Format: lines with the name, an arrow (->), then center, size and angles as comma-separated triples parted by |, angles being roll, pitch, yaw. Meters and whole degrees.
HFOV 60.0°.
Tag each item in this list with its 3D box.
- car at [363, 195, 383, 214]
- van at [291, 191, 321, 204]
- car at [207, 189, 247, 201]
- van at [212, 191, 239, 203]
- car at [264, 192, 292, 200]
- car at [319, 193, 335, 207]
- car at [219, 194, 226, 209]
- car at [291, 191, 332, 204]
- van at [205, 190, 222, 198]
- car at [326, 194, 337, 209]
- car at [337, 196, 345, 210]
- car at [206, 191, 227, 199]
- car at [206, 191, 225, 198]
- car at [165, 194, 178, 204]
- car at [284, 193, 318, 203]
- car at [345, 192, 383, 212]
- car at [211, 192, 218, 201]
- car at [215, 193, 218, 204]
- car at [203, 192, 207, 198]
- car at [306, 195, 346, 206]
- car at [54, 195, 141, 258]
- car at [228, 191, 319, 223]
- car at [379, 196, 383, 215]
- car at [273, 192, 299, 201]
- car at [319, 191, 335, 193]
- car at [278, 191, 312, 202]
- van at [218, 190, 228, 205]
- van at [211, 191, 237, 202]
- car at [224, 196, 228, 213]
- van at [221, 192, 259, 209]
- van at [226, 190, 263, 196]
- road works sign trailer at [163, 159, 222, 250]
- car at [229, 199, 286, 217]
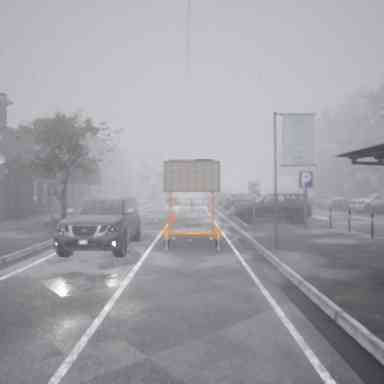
car -> 18.809, 1.329, 30.275 | 5.008, 1.535, 2.097 | 0, 0, 0
van -> 18.885, 0.873, 55.260 | 4.442, 1.987, 1.878 | 0, 1, 0
car -> 5.661, 0.855, 54.675 | 5.566, 2.045, 2.435 | 0, 1, 0
van -> 5.802, 0.841, 57.480 | 4.442, 1.987, 1.878 | 0, 1, 0
car -> 18.559, 0.864, 71.914 | 5.366, 1.575, 1.946 | 0, 1, 0
car -> 18.973, 1.251, 41.380 | 5.366, 1.575, 1.946 | 0, 0, 0
car -> 5.712, 1.300, 35.048 | 5.008, 1.535, 2.097 | 0, 0, 0
car -> 18.801, 0.886, 52.483 | 5.566, 2.045, 2.435 | 0, 1, 0
van -> 5.528, 0.452, 85.510 | 4.442, 1.987, 1.878 | 0, 1, 0
car -> 18.787, 1.276, 38.603 | 5.008, 1.535, 2.097 | 0, 0, 0
car -> 18.790, 1.296, 35.825 | 4.892, 1.521, 2.231 | 0, 0, 0
car -> 5.626, 0.669, 77.102 | 4.553, 1.767, 2.185 | 0, 1, 0
car -> 5.622, 0.630, 79.905 | 4.553, 1.767, 2.185 | 0, 1, 0
car -> -3.318, 1.077, 55.068 | 1.882, 1.535, 5.008 | 0, 1, 0
car -> 18.950, 1.057, 58.037 | 5.366, 1.575, 1.946 | 0, 1, 0
car -> 18.771, 1.061, 33.049 | 5.566, 2.045, 2.435 | 0, 0, 0
car -> 5.704, 1.178, 49.071 | 4.892, 1.521, 2.231 | 0, 1, 0
car -> 5.735, 1.267, 43.460 | 4.792, 1.488, 2.163 | 0, 0, 0
car -> 5.637, 0.621, 71.494 | 5.566, 2.045, 2.435 | 0, 1, 0
car -> 18.809, 1.232, 46.935 | 4.792, 1.488, 2.163 | 0, 1, 0
car -> -3.352, 1.169, 12.986 | 2.150, 2.045, 5.566 | 0, 0, 0
car -> 5.705, 1.116, 23.833 | 5.566, 2.045, 2.435 | 0, 0, 0
car -> 18.813, 1.345, 27.499 | 5.008, 1.535, 2.097 | 0, 0, 0
car -> 18.783, 0.819, 66.363 | 4.553, 1.767, 2.185 | 0, 1, 0
car -> 18.748, 0.919, 49.707 | 5.566, 2.045, 2.435 | 0, 1, 0
car -> 18.789, 0.770, 60.809 | 5.566, 2.045, 2.435 | 0, 1, 0
van -> 5.597, 1.056, 37.854 | 4.442, 1.987, 1.878 | 0, 0, 0
van -> 5.798, 0.802, 60.283 | 4.442, 1.987, 1.878 | 0, 1, 0
car -> 5.544, 1.347, 26.638 | 5.366, 1.575, 1.946 | 0, 0, 0
van -> 5.826, 1.034, 40.655 | 4.442, 1.987, 1.878 | 0, 0, 0
van -> 5.838, 1.091, 32.244 | 4.442, 1.987, 1.878 | 0, 0, 0
road works sign trailer -> -0.006, 0.406, 14.099 | 2.380, 3.560, 2.880 | 0, 0, -1
car -> 5.728, 1.374, 29.442 | 4.674, 1.452, 2.002 | 0, 0, 0
